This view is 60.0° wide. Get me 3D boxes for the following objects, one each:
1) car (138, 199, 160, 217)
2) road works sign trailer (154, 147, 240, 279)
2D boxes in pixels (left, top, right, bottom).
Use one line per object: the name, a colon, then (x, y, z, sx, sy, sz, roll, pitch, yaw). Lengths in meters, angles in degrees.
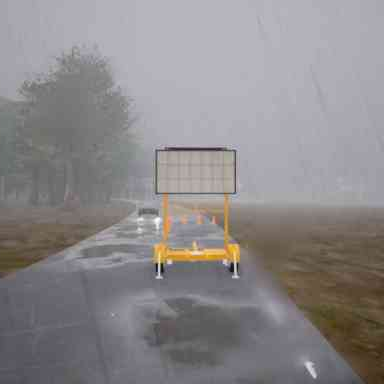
car: (-4.051, 1.477, 31.482, 1.882, 1.535, 5.008, 0, 0, -5)
road works sign trailer: (0.110, 0.464, 10.063, 2.380, 3.560, 2.880, 0, 0, -1)
